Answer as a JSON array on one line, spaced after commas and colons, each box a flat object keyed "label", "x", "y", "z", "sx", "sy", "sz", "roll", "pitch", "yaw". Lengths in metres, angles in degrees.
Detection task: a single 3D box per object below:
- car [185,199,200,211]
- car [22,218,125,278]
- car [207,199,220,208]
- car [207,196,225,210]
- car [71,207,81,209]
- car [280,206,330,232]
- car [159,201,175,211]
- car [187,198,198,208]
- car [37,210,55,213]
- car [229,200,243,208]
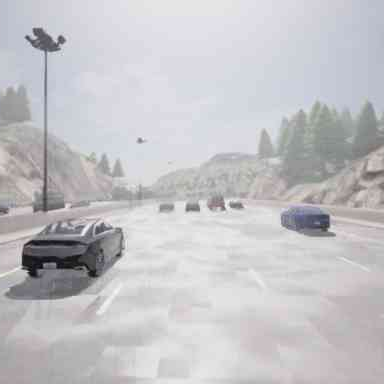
[{"label": "car", "x": 0.106, "y": 1.891, "z": 46.423, "sx": 1.994, "sy": 1.385, "sz": 4.181, "roll": 0, "pitch": -1, "yaw": 0}, {"label": "car", "x": -3.401, "y": 1.566, "z": 10.399, "sx": 2.128, "sy": 1.511, "sz": 4.902, "roll": 0, "pitch": 0, "yaw": 0}, {"label": "car", "x": 3.602, "y": 1.923, "z": 56.242, "sx": 1.812, "sy": 1.442, "sz": 4.674, "roll": 0, "pitch": 0, "yaw": 0}, {"label": "car", "x": 3.607, "y": 1.564, "z": 48.946, "sx": 2.150, "sy": 2.045, "sz": 5.566, "roll": 0, "pitch": -1, "yaw": 0}, {"label": "car", "x": -14.060, "y": 1.865, "z": 42.543, "sx": 1.994, "sy": 1.385, "sz": 4.181, "roll": 0, "pitch": 0, "yaw": 0}, {"label": "car", "x": 7.100, "y": 1.628, "z": 21.310, "sx": 1.882, "sy": 1.535, "sz": 5.008, "roll": 0, "pitch": 0, "yaw": 0}, {"label": "car", "x": -3.409, "y": 1.928, "z": 46.313, "sx": 1.895, "sy": 1.301, "sz": 4.718, "roll": 0, "pitch": 0, "yaw": 0}, {"label": "car", "x": 0.109, "y": 1.875, "z": 56.246, "sx": 1.882, "sy": 1.535, "sz": 5.008, "roll": 0, "pitch": 0, "yaw": 0}, {"label": "car", "x": -17.558, "y": 1.514, "z": 41.367, "sx": 2.150, "sy": 2.045, "sz": 5.566, "roll": 0, "pitch": 0, "yaw": 0}, {"label": "car", "x": 7.103, "y": 1.983, "z": 54.183, "sx": 1.895, "sy": 1.301, "sz": 4.718, "roll": 0, "pitch": 0, "yaw": 0}]
